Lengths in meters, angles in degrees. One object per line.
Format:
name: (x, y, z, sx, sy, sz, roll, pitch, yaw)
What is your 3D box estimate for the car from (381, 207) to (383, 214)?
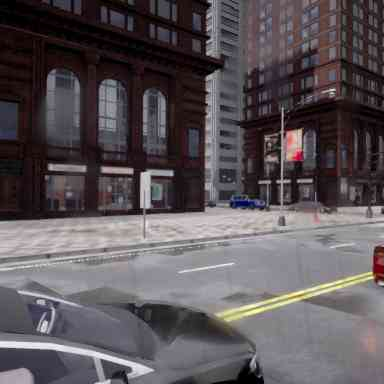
car: (20.871, 1.513, 32.189, 2.097, 1.767, 4.553, 1, -1, -36)

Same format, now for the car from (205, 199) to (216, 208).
car: (1.694, 1.834, 53.592, 1.994, 1.385, 4.181, 1, -1, -35)

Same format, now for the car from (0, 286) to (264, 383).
car: (-1.569, 1.492, 2.326, 4.902, 1.511, 2.128, 0, 0, -35)

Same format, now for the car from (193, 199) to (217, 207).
car: (2.271, 1.887, 58.279, 1.994, 1.385, 4.181, 1, -1, -35)

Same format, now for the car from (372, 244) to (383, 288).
car: (6.260, 1.489, 7.897, 5.008, 1.535, 1.882, 0, 0, -35)

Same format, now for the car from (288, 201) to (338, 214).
car: (13.390, 1.725, 37.122, 2.033, 1.411, 5.357, 1, -1, -35)

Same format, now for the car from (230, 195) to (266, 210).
car: (7.512, 1.445, 45.399, 2.150, 2.045, 5.566, 1, -1, -35)
